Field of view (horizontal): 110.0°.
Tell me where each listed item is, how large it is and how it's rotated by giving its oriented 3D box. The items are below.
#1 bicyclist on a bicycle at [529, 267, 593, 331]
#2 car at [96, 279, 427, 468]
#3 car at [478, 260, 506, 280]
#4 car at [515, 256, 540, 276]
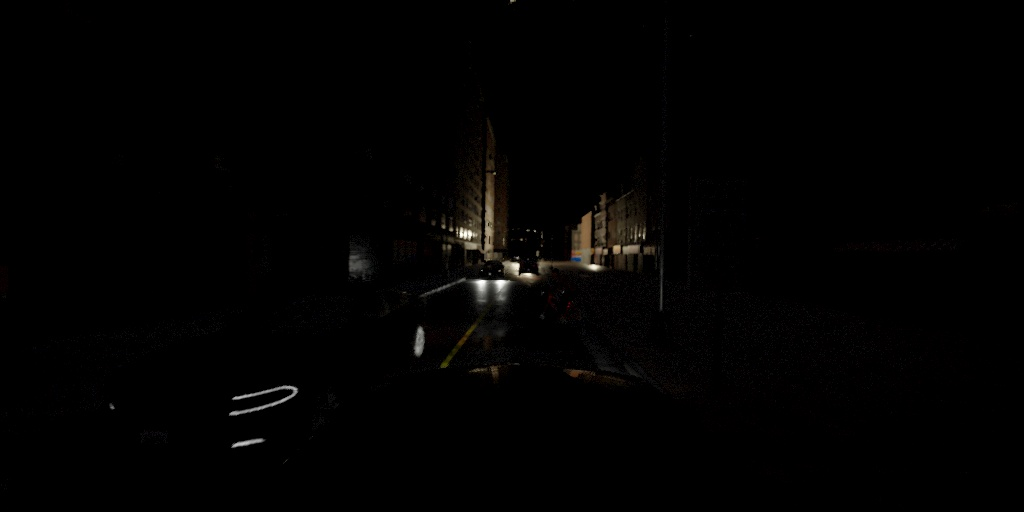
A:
[{"bbox_3d":[1.263,1.121,9.260,1.656,1.620,0.582,1,0,3],"label":"bicyclist on a bicycle"},{"bbox_3d":[-2.737,1.163,5.358,1.882,1.535,5.008,1,0,3],"label":"car"},{"bbox_3d":[-1.533,1.083,29.252,1.812,1.442,4.674,1,0,3],"label":"car"},{"bbox_3d":[1.601,1.052,34.375,1.882,1.535,5.008,1,0,3],"label":"car"}]
